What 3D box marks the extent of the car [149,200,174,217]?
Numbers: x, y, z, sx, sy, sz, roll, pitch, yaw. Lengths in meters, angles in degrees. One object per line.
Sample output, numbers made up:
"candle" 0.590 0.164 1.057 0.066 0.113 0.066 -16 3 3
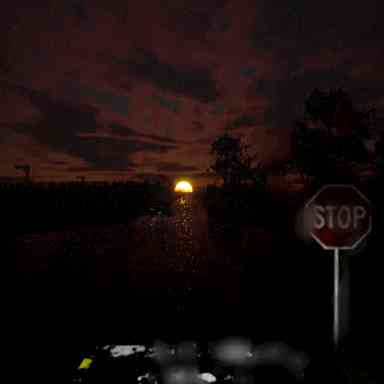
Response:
"car" -2.812 1.527 31.162 1.812 1.442 4.674 0 0 0
